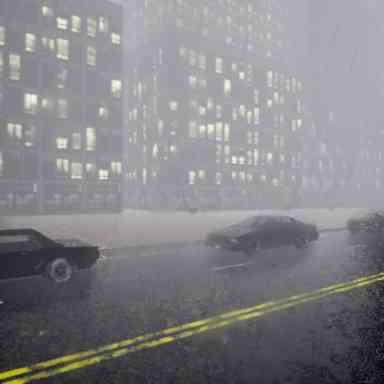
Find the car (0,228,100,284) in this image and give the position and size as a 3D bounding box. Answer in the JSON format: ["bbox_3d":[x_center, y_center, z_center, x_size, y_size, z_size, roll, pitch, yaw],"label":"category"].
[{"bbox_3d":[-4.865,1.603,8.200,4.718,1.301,1.895,1,0,-35],"label":"car"}]

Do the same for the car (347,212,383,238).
[{"bbox_3d":[11.170,1.854,19.556,4.718,1.301,1.895,1,0,-35],"label":"car"}]

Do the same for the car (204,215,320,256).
[{"bbox_3d":[3.105,1.675,13.869,5.357,1.411,2.033,1,0,-36],"label":"car"}]
